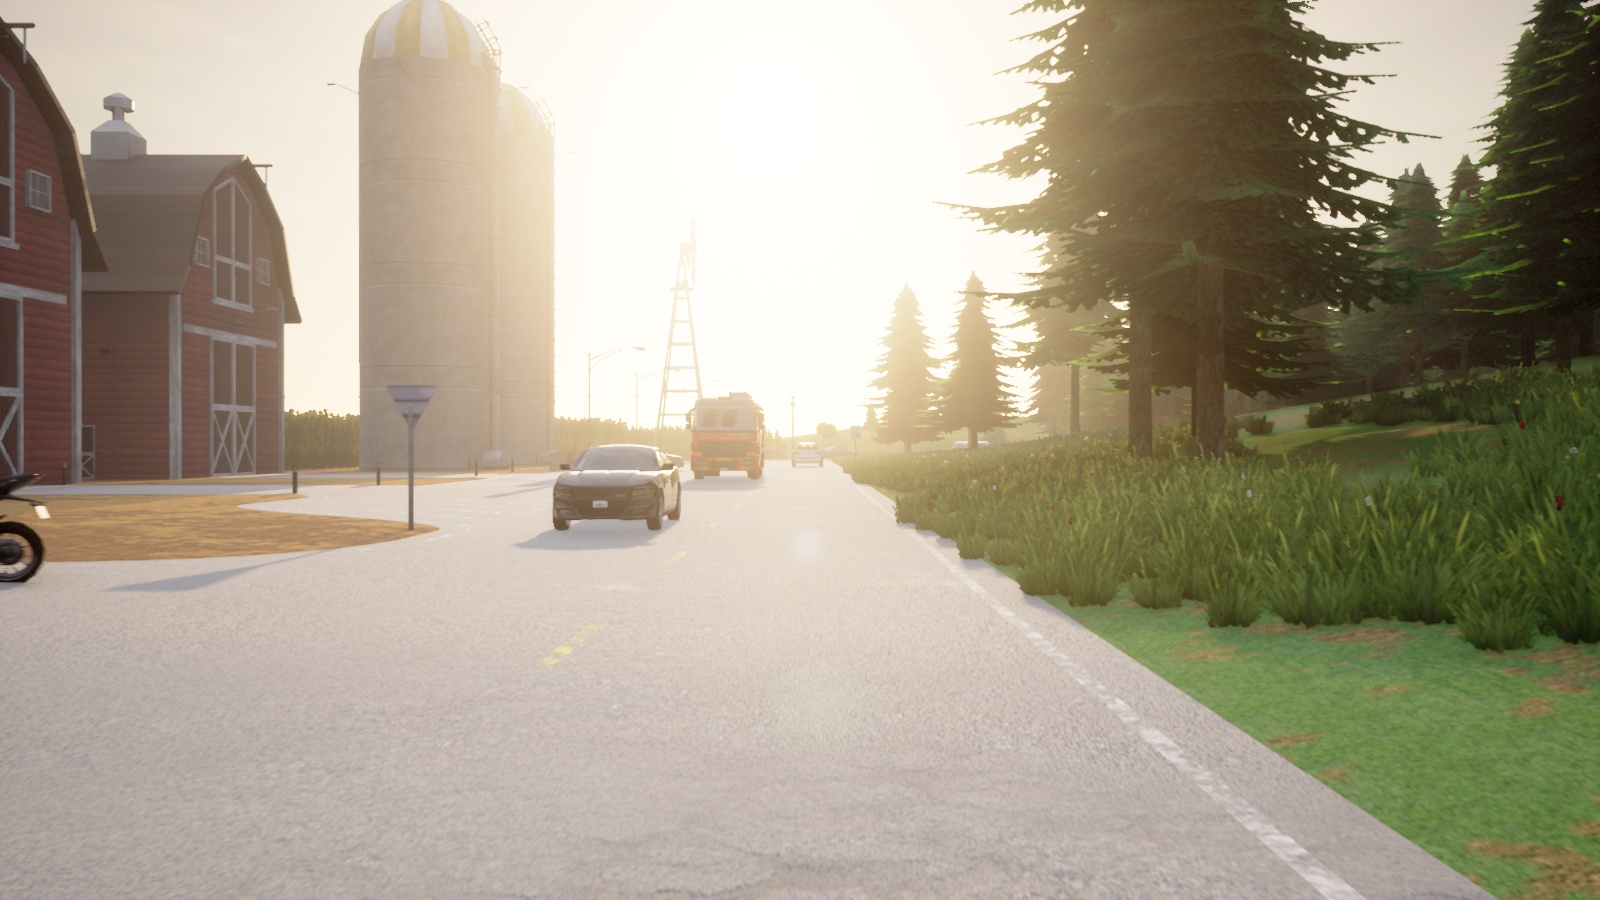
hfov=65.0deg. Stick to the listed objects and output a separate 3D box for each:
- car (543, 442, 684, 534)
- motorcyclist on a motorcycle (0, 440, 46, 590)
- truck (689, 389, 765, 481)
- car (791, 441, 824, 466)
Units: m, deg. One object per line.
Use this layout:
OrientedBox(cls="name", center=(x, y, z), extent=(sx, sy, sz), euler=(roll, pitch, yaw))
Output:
OrientedBox(cls="car", center=(-3.350, 0.625, 23.549), extent=(1.882, 1.535, 5.008), euler=(0, 0, 0))
OrientedBox(cls="motorcyclist on a motorcycle", center=(-9.149, 0.655, 12.944), extent=(2.191, 1.530, 0.866), euler=(1, -1, -18))
OrientedBox(cls="truck", center=(-3.160, -0.652, 56.486), extent=(2.891, 3.827, 8.468), euler=(0, 0, 0))
OrientedBox(cls="car", center=(0.522, 0.229, 88.502), extent=(2.242, 1.667, 4.611), euler=(0, 0, 0))
